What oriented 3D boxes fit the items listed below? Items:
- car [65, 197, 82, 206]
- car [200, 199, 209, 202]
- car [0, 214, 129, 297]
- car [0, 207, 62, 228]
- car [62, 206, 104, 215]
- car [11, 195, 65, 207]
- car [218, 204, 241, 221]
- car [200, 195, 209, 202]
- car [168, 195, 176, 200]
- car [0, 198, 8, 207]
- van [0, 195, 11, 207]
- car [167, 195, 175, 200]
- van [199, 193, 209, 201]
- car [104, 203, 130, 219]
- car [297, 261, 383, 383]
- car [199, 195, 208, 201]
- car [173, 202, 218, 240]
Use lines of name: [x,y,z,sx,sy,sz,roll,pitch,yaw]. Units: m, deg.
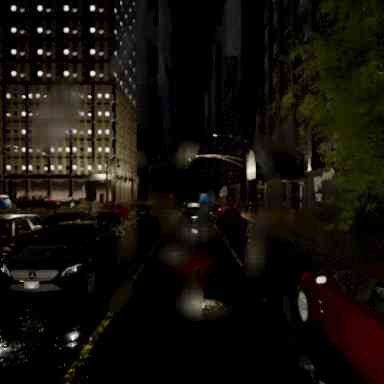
car: [-18.461,1.469,48.634,4.403,1.369,2.008,0,0,1]
car: [0.137,1.543,28.786,1.994,1.385,4.181,0,0,0]
car: [-3.074,1.520,8.695,1.812,1.442,4.674,0,0,0]
car: [-5.683,1.434,9.697,1.967,1.590,4.097,0,0,0]
car: [-5.734,1.555,15.220,1.947,1.339,4.313,0,0,0]
car: [-18.558,1.284,40.252,5.009,1.841,2.192,0,0,1]
car: [2.848,1.563,26.263,1.802,1.307,4.206,0,0,0]
car: [2.780,1.489,75.553,2.008,1.369,4.403,0,0,0]
car: [-5.579,1.485,92.654,1.947,1.339,4.313,0,0,0]
car: [-29.542,1.485,48.763,4.206,1.307,1.802,0,0,1]
van: [-24.098,1.302,40.317,3.998,1.788,1.690,0,0,1]
car: [-5.586,1.471,86.957,1.887,1.381,4.507,0,0,0]
van: [2.772,1.285,69.856,1.690,1.788,3.998,0,0,0]
car: [-5.793,1.527,24.897,1.887,1.381,4.507,0,0,0]
car: [2.691,1.542,4.166,1.887,1.381,4.507,0,0,0]
car: [2.787,1.483,81.249,2.008,1.369,4.403,0,0,0]
car: [0.124,1.493,17.051,1.837,1.490,4.892,0,0,0]
